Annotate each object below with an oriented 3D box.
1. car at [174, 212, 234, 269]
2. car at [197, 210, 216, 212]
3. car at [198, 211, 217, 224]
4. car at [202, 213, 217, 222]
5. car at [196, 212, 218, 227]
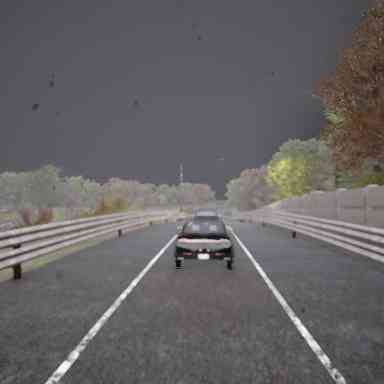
[{"bbox_3d":[0.442,1.665,11.869,2.128,1.511,4.902,0,-1,3],"label":"car"},{"bbox_3d":[1.026,2.015,23.815,1.882,1.535,5.008,0,-2,3],"label":"car"},{"bbox_3d":[1.802,2.837,37.623,2.033,1.411,5.357,0,-4,4],"label":"car"},{"bbox_3d":[2.515,3.627,47.372,1.895,1.301,4.718,0,-5,5],"label":"car"},{"bbox_3d":[1.387,2.472,30.755,1.895,1.301,4.718,0,-3,3],"label":"car"}]
